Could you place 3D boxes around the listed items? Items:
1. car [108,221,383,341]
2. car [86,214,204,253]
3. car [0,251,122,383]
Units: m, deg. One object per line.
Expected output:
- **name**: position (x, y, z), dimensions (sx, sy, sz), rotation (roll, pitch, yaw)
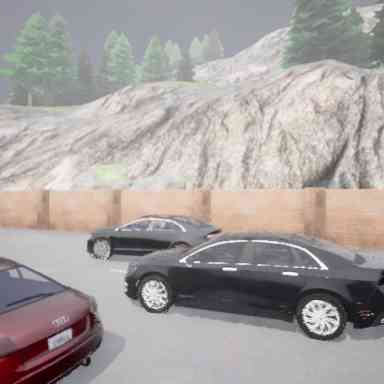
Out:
- **car**: position (1.022, 1.515, 6.385), dimensions (4.892, 1.490, 1.837), rotation (0, 0, 23)
- **car**: position (-1.242, 1.508, 11.132), dimensions (4.902, 1.511, 2.128), rotation (0, 0, 23)
- **car**: position (-3.275, 1.570, 4.394), dimensions (4.181, 1.385, 1.994), rotation (0, 0, 23)
